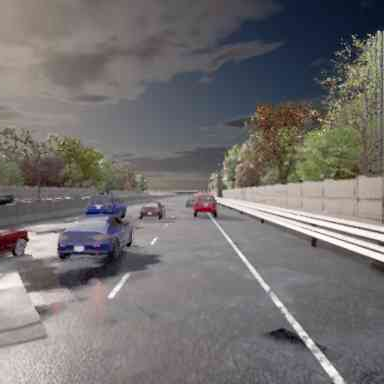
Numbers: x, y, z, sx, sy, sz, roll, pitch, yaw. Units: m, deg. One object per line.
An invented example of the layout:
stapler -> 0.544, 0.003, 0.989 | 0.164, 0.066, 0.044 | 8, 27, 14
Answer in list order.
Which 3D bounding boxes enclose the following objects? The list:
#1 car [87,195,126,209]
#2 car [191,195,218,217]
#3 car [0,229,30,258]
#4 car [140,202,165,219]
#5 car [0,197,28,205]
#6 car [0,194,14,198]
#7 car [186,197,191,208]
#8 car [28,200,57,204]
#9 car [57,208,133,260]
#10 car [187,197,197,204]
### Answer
car -> -6.898, 1.249, 27.241 | 2.150, 2.045, 5.566 | 0, 0, 0
car -> 1.232, 1.262, 31.777 | 2.150, 2.045, 5.566 | 0, 0, 0
car -> -6.895, 1.608, 10.107 | 1.895, 1.301, 4.718 | 0, 0, 0
car -> -3.392, 1.557, 29.079 | 1.812, 1.442, 4.674 | 0, 0, 0
car -> -21.077, 1.657, 40.549 | 1.895, 1.301, 4.718 | 0, 0, 0
car -> -24.563, 1.285, 42.037 | 2.150, 2.045, 5.566 | 0, -1, 0
car -> 0.017, 1.572, 50.844 | 2.128, 1.511, 4.902 | 0, 0, 0
car -> -17.578, 1.658, 40.566 | 1.895, 1.301, 4.718 | 0, 0, 0
car -> -3.397, 1.535, 12.307 | 1.812, 1.442, 4.674 | 0, 0, 0
car -> 0.014, 1.692, 66.218 | 1.994, 1.385, 4.181 | 0, 0, 0
